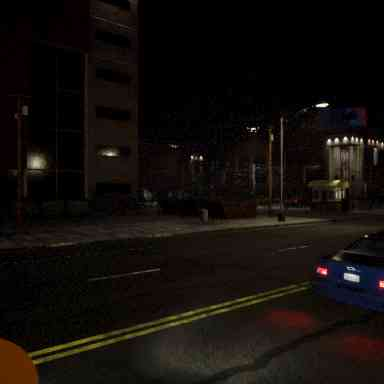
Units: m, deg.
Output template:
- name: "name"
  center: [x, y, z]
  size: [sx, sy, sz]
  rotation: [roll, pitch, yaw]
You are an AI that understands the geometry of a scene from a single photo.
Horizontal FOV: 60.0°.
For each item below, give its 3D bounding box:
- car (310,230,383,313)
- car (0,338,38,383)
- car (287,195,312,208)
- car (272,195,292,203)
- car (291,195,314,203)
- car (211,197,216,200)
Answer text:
- name: "car"
  center: [4.852, 1.547, 7.292]
  size: [5.357, 1.411, 2.033]
  rotation: [0, 0, -35]
- name: "car"
  center: [-3.336, 1.478, 1.354]
  size: [5.008, 1.535, 1.882]
  rotation: [0, 0, -36]
- name: "car"
  center: [14.835, 1.254, 45.971]
  size: [4.553, 1.767, 2.185]
  rotation: [0, 0, -36]
- name: "car"
  center: [18.744, 1.452, 69.049]
  size: [3.806, 1.475, 1.970]
  rotation: [0, 0, -36]
- name: "car"
  center: [21.667, 1.420, 65.059]
  size: [4.674, 1.452, 2.002]
  rotation: [0, 0, -36]
- name: "car"
  center: [4.040, 1.575, 60.500]
  size: [4.718, 1.301, 1.895]
  rotation: [0, 0, -36]
